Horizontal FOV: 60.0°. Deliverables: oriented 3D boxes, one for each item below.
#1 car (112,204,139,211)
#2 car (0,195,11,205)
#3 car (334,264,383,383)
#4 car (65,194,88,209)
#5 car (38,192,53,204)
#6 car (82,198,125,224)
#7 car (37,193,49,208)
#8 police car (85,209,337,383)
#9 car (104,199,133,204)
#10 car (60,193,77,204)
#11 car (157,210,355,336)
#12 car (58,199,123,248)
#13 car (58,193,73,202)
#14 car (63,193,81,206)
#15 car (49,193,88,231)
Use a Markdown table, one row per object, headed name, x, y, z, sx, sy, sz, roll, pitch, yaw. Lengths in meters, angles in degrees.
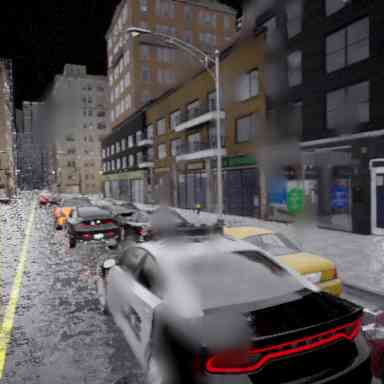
| name | x | y | z | sx | sy | sz | roll | pitch | yaw |
| --- | --- | --- | --- | --- | --- | --- | --- | --- | --- |
| car | -1.395 | 1.295 | 12.242 | 1.947 | 1.339 | 4.313 | -3 | 2 | -25 |
| car | -27.898 | 1.151 | 49.218 | 1.887 | 1.381 | 4.507 | -3 | 2 | -25 |
| car | 3.294 | 1.417 | 2.102 | 1.802 | 1.307 | 4.206 | -3 | 2 | -25 |
| car | -13.115 | 1.008 | 37.592 | 2.008 | 1.369 | 4.403 | -3 | 2 | -25 |
| car | -22.387 | 0.881 | 50.810 | 1.882 | 1.535 | 5.008 | -2 | 2 | -25 |
| car | -6.083 | 1.173 | 22.382 | 2.008 | 1.369 | 4.403 | -3 | 2 | -25 |
| car | -17.003 | 1.039 | 39.216 | 1.837 | 1.490 | 4.892 | -2 | 2 | -24 |
| police car | -0.133 | 1.297 | 4.839 | 1.930 | 1.638 | 5.238 | -2 | 2 | -25 |
| car | -3.739 | 1.242 | 17.312 | 1.947 | 1.339 | 4.313 | -3 | 2 | -25 |
| car | -17.802 | 0.910 | 47.733 | 1.947 | 1.339 | 4.313 | -3 | 2 | -25 |
| car | 0.876 | 1.306 | 7.325 | 1.752 | 1.417 | 4.829 | -3 | 2 | -25 |
| car | -4.283 | 1.283 | 13.817 | 1.837 | 1.490 | 4.892 | -2 | 2 | -25 |
| car | -20.146 | 0.869 | 52.803 | 1.802 | 1.307 | 4.206 | -3 | 2 | -25 |
| car | -15.531 | 0.924 | 42.815 | 1.752 | 1.417 | 4.829 | -3 | 2 | -25 |
| car | -6.849 | 1.075 | 19.197 | 2.097 | 1.767 | 4.553 | -2 | 2 | -25 |
